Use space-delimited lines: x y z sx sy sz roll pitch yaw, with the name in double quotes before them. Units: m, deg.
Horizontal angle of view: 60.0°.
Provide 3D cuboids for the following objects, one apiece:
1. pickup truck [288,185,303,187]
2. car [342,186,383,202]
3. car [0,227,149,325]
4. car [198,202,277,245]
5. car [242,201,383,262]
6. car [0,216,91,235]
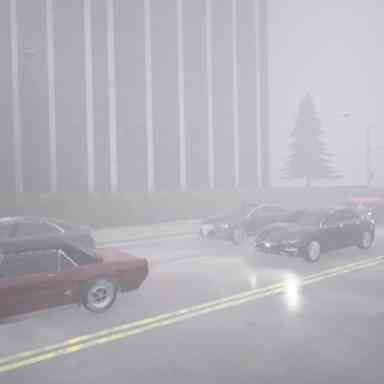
"pickup truck" 24.466 -0.609 77.931 2.390 2.098 6.274 -1 1 -5
"car" 11.242 0.696 20.227 5.566 2.045 2.150 -2 1 -34
"car" -3.273 1.573 5.972 4.718 1.301 1.895 -2 1 -35
"car" 2.530 1.226 14.236 4.902 1.511 2.128 -2 1 -35
"car" 4.222 1.254 11.150 4.892 1.490 1.837 -2 1 -34
"car" -5.118 1.467 8.953 4.892 1.490 1.837 -2 1 -35
